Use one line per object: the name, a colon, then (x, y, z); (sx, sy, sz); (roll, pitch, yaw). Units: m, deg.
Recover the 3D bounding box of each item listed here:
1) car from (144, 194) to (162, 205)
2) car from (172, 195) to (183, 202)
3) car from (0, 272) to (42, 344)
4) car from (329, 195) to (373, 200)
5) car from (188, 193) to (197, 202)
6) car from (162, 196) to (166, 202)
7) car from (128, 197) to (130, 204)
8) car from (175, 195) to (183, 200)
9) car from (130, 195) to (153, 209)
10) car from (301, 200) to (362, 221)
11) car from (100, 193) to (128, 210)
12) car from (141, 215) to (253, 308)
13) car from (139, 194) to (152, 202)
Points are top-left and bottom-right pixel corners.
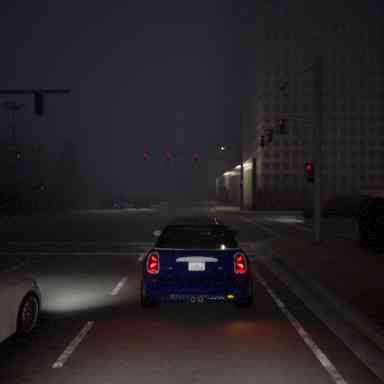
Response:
car: (-6.931, 1.477, 58.033); (1.837, 1.490, 4.892); (0, 1, 0)
car: (-3.323, 1.437, 73.542); (1.882, 1.535, 5.008); (0, 0, 0)
car: (-3.430, 1.524, 3.640); (1.812, 1.442, 4.674); (0, 0, 1)
car: (13.823, 1.262, 30.444); (5.566, 2.045, 2.150); (0, 0, 0)
car: (0.176, 1.498, 73.123); (2.033, 1.411, 5.357); (0, 0, 0)
car: (-6.824, 1.520, 72.869); (1.994, 1.385, 4.181); (0, 0, 0)
car: (-10.421, 1.451, 58.951); (1.882, 1.535, 5.008); (0, 0, 1)
car: (-3.298, 1.386, 83.794); (1.895, 1.301, 4.718); (0, 0, 0)
car: (-6.973, 1.505, 46.345); (1.812, 1.442, 4.674); (0, 0, 0)
car: (11.222, 1.569, 26.926); (4.674, 1.442, 1.812); (0, 0, 0)
car: (-10.484, 1.199, 44.112); (2.150, 2.045, 5.566); (0, 0, 0)
car: (0.102, 1.348, 8.069); (2.097, 1.767, 4.553); (0, 0, 0)
car: (-10.321, 1.319, 74.088); (2.097, 1.767, 4.553); (0, 0, 0)
